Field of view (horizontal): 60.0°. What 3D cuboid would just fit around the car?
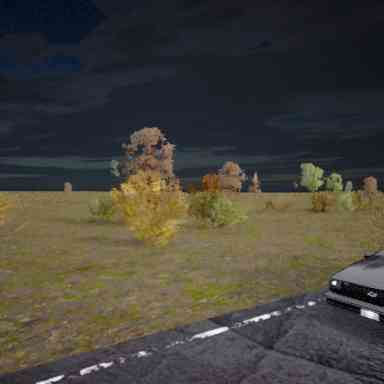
[{"bbox_3d":[5.036,1.551,6.718,5.357,1.411,2.033,0,0,-33],"label":"car"}]
